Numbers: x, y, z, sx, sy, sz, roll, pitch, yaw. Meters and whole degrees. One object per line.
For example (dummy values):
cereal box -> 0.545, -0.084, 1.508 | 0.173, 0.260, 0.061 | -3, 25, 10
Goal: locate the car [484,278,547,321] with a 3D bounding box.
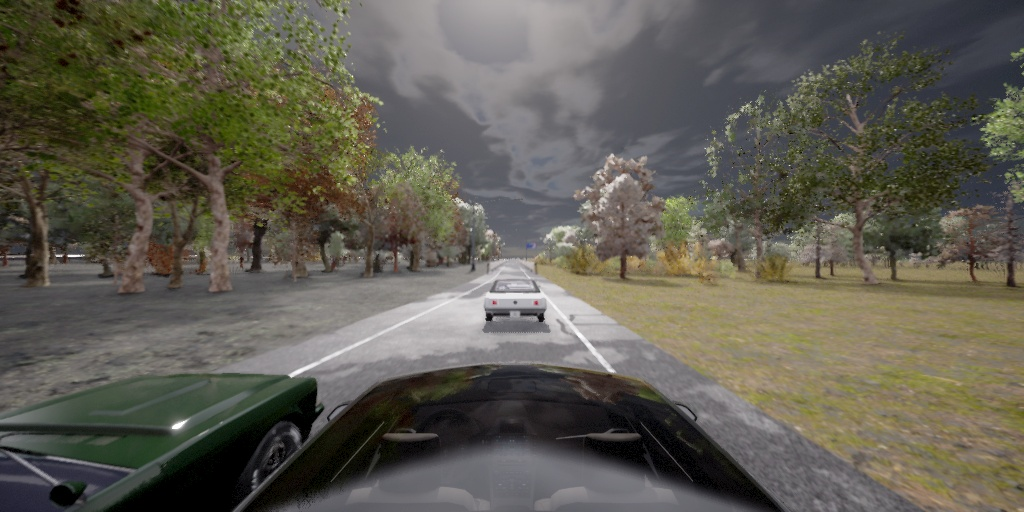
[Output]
car -> 0.096, 1.410, 12.703 | 1.895, 1.301, 4.718 | 0, 0, 0

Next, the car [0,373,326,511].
car -> -2.826, 1.349, 1.385 | 1.895, 1.301, 4.718 | 0, 0, 2
